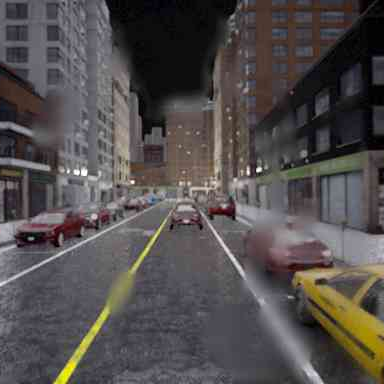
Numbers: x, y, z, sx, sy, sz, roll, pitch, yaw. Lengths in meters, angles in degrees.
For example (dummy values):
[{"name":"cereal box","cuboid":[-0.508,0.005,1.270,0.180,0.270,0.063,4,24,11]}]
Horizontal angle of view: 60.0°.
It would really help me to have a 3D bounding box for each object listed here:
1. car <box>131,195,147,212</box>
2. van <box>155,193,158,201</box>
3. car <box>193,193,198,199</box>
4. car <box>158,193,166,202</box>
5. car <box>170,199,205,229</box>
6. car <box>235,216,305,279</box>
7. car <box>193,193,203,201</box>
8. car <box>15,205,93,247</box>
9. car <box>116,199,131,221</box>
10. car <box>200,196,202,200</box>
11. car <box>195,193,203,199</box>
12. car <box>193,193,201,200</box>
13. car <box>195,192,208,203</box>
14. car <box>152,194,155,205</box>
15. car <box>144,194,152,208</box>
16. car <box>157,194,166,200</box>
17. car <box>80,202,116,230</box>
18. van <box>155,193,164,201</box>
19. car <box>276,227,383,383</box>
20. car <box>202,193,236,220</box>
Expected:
[{"name":"car","cuboid":[-6.507,1.399,36.704,1.887,1.381,4.507,0,0,-1]},{"name":"van","cuboid":[-6.812,1.137,53.147,1.690,1.788,3.998,0,0,-1]},{"name":"car","cuboid":[1.710,1.264,53.302,2.008,1.369,4.403,0,0,-1]},{"name":"car","cuboid":[-7.117,1.323,69.591,1.947,1.339,4.313,0,0,-1]},{"name":"car","cuboid":[-0.359,1.405,20.476,1.812,1.442,4.674,-1,0,-1]},{"name":"car","cuboid":[2.523,1.495,9.450,1.802,1.307,4.206,0,0,-1]},{"name":"car","cuboid":[1.305,1.104,75.228,1.967,1.590,4.097,0,0,-1]},{"name":"car","cuboid":[-6.101,1.508,14.780,1.887,1.381,4.507,0,0,-1]},{"name":"car","cuboid":[-6.304,1.457,25.743,2.008,1.369,4.403,0,0,-1]},{"name":"car","cuboid":[2.117,1.348,31.375,2.008,1.369,4.403,0,0,-1]},{"name":"car","cuboid":[1.809,1.255,47.989,1.752,1.417,4.829,0,0,-1]},{"name":"car","cuboid":[1.204,1.094,80.710,1.967,1.590,4.097,0,0,-1]},{"name":"car","cuboid":[1.609,1.013,58.782,2.192,1.841,5.009,0,0,-1]},{"name":"car","cuboid":[-6.707,1.339,47.495,1.752,1.417,4.829,0,0,-1]},{"name":"car","cuboid":[-6.609,1.273,42.185,1.967,1.590,4.097,0,0,-1]},{"name":"car","cuboid":[-7.319,1.281,80.554,1.887,1.381,4.507,0,0,-1]},{"name":"car","cuboid":[-6.202,1.374,20.261,1.967,1.590,4.097,0,0,-1]},{"name":"van","cuboid":[-7.218,1.088,75.072,1.690,1.788,3.998,0,0,-1]},{"name":"car","cuboid":[2.622,1.472,4.138,1.752,1.417,4.829,0,0,-1]},{"name":"car","cuboid":[2.219,1.138,25.893,2.192,1.841,5.009,0,0,-1]}]
